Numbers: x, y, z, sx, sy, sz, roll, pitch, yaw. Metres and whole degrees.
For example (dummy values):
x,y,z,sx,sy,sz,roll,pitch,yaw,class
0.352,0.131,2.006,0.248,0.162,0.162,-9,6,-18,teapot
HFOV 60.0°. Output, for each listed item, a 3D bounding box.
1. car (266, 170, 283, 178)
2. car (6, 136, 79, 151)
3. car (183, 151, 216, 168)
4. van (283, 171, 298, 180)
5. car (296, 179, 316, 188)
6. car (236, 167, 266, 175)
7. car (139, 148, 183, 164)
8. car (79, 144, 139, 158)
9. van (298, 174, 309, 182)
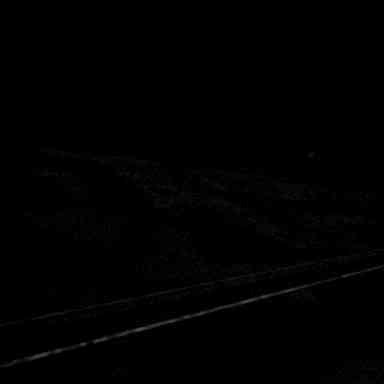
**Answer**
x,y,z,sx,sy,sz,roll,pitch,yaw,class
11.267,-2.386,49.527,2.002,1.452,4.674,1,-2,40,car
-11.531,-3.474,25.371,4.674,1.452,2.002,2,-1,-42,car
0.289,-3.315,37.121,2.435,2.045,5.566,0,-1,44,car
14.885,-2.389,53.902,1.878,1.987,4.442,1,-2,40,van
21.577,-1.569,62.596,2.163,1.488,4.792,1,-3,37,car
7.676,-2.621,45.311,2.002,1.452,4.674,1,-2,41,car
-3.613,-3.362,33.089,4.553,1.767,2.185,2,-1,-45,car
-7.606,-3.386,29.110,4.892,1.521,2.231,2,-1,-44,car
18.299,-2.111,58.255,1.878,1.987,4.442,1,-2,38,van
